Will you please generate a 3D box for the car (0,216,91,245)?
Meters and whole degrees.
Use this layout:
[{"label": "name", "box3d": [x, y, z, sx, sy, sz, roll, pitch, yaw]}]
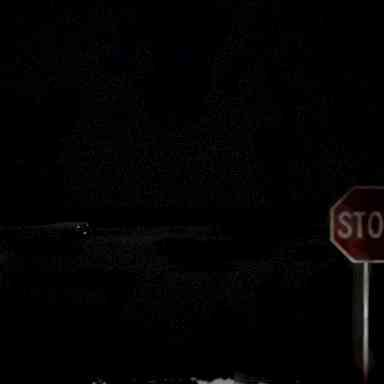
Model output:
[{"label": "car", "box3d": [-7.782, 1.906, 17.226, 4.718, 1.301, 1.895, -2, -1, 0]}]
